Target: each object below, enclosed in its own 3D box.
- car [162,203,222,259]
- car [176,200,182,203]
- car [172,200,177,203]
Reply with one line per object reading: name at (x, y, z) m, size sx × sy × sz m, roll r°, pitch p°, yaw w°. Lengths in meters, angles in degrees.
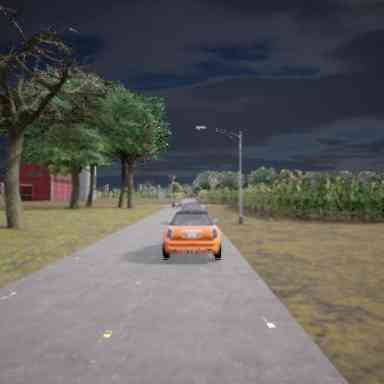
car at (0.013, 1.507, 13.426) m, size 2.097 × 1.767 × 4.553 m, roll 0°, pitch -1°, yaw 0°
car at (0.011, 1.676, 28.427) m, size 2.097 × 1.767 × 4.553 m, roll 0°, pitch -1°, yaw 0°
car at (-2.784, 2.183, 62.537) m, size 2.128 × 1.511 × 4.902 m, roll 0°, pitch -1°, yaw 0°
